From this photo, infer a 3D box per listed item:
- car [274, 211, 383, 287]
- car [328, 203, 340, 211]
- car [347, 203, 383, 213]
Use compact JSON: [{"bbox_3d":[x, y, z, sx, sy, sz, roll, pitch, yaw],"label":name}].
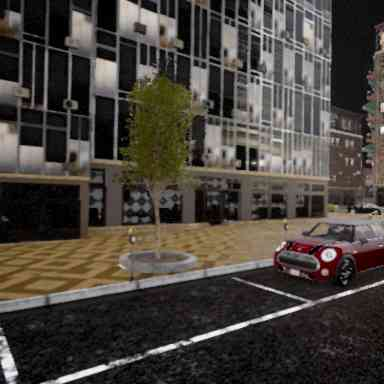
[{"bbox_3d":[4.237,1.527,9.555,4.097,1.590,1.967,1,0,-35],"label":"car"},{"bbox_3d":[20.650,2.236,52.318,1.752,1.417,4.829,1,-1,-35],"label":"car"},{"bbox_3d":[20.180,1.988,38.287,2.008,1.369,4.403,1,-1,-35],"label":"car"}]
